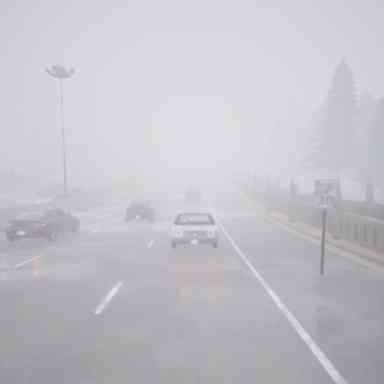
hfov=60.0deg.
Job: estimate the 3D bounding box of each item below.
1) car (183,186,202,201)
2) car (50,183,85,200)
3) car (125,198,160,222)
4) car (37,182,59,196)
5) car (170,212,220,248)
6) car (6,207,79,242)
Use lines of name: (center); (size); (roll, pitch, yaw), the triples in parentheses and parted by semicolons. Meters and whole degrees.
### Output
car: (0.096, 0.107, 37.391); (1.837, 1.490, 4.892); (0, 6, 0)
car: (-14.085, 0.010, 38.686); (2.033, 1.411, 5.357); (0, 6, 0)
car: (-3.403, 1.176, 23.277); (1.837, 1.490, 4.892); (0, 3, 0)
car: (-17.581, -0.374, 41.573); (2.128, 1.511, 4.902); (0, 7, 0)
car: (0.098, 1.537, 14.594); (1.895, 1.301, 4.718); (0, 1, 0)
car: (-6.902, 1.444, 15.762); (1.812, 1.442, 4.674); (0, 1, 0)
